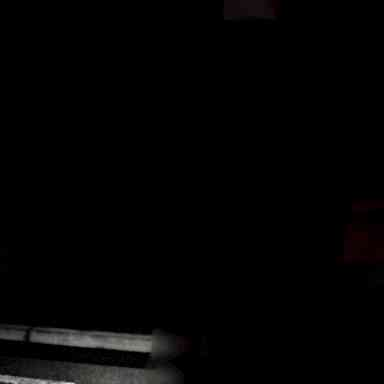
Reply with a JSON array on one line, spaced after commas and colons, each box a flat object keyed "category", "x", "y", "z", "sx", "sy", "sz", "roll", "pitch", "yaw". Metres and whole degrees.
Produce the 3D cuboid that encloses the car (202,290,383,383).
[{"category": "car", "x": 2.486, "y": 1.497, "z": 2.605, "sx": 4.892, "sy": 1.490, "sz": 1.837, "roll": 0, "pitch": 0, "yaw": 5}]
